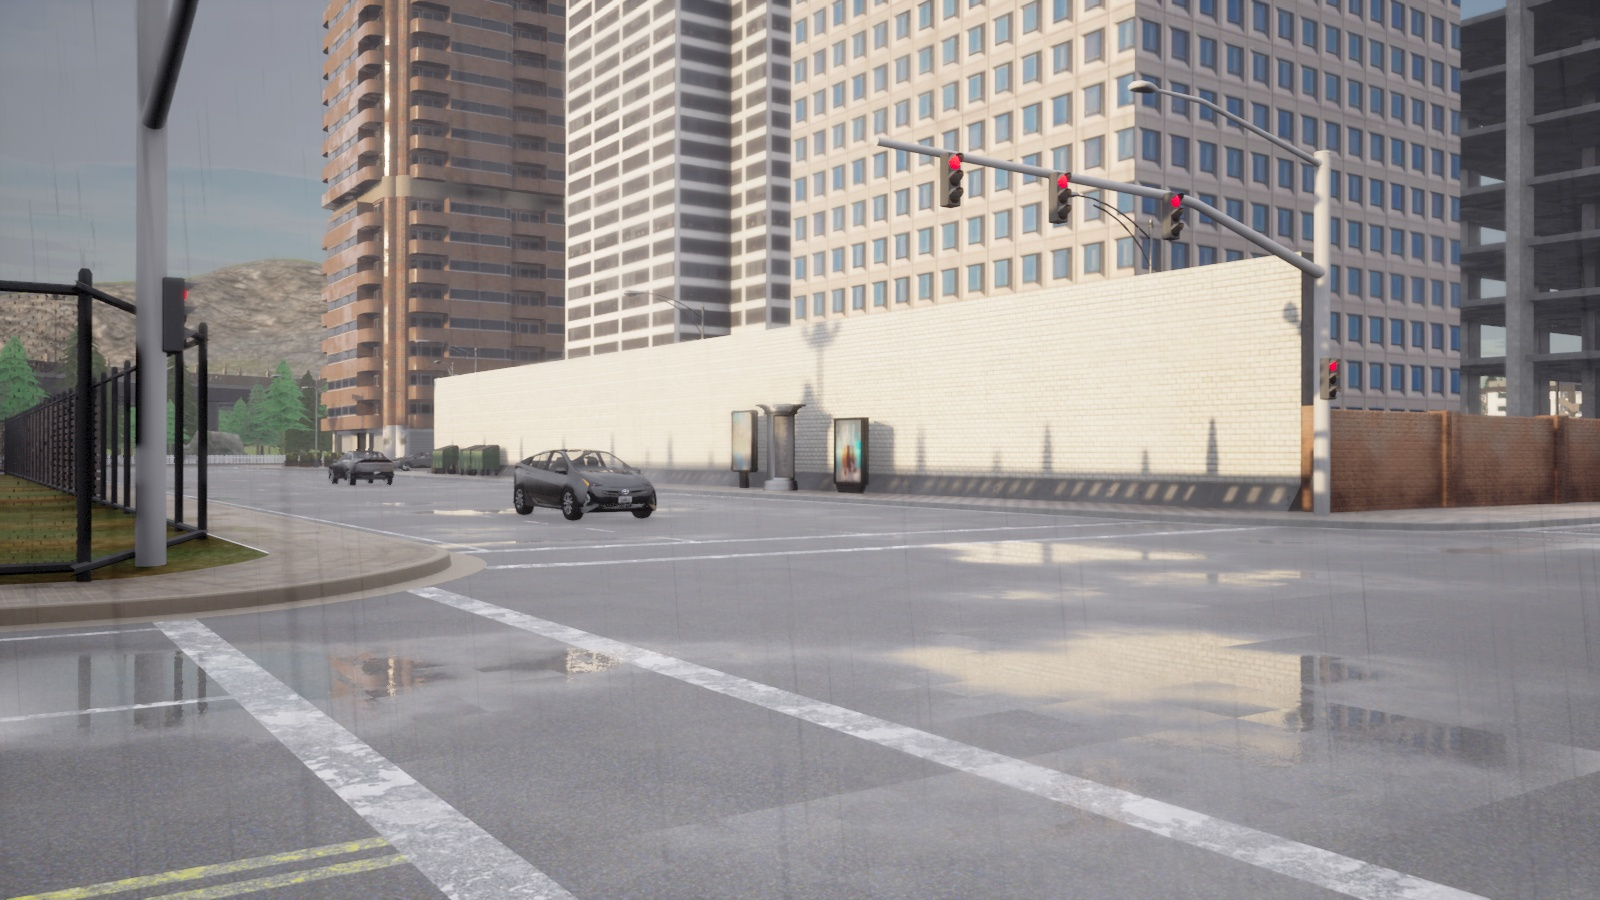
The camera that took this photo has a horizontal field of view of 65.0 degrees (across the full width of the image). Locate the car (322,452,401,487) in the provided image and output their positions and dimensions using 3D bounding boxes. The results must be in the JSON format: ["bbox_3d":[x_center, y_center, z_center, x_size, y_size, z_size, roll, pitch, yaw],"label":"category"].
[{"bbox_3d":[-19.485,0.829,55.672,2.128,1.511,4.902,0,0,-34],"label":"car"}]

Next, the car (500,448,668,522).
[{"bbox_3d":[-4.935,0.720,28.191,2.007,1.525,4.514,0,0,-34],"label":"car"}]
